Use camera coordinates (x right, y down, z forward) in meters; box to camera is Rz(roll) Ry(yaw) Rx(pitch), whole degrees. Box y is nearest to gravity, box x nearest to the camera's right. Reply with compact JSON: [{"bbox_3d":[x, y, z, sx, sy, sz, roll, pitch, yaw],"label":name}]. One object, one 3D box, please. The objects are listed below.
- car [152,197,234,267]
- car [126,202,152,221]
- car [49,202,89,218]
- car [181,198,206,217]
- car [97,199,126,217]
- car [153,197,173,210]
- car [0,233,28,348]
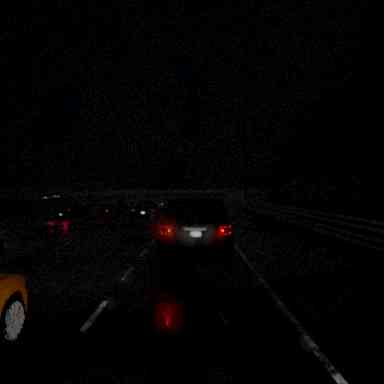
[{"bbox_3d":[0.105,1.169,11.297,2.150,2.045,5.566,0,0,0],"label":"car"},{"bbox_3d":[-3.488,1.445,25.600,1.994,1.385,4.181,0,0,0],"label":"car"},{"bbox_3d":[-10.386,1.468,28.545,1.895,1.301,4.718,0,0,0],"label":"car"},{"bbox_3d":[0.227,1.347,30.685,2.128,1.511,4.902,0,0,2],"label":"car"},{"bbox_3d":[-6.885,1.341,29.385,1.882,1.535,5.008,0,0,0],"label":"car"},{"bbox_3d":[-3.480,1.376,40.533,1.994,1.385,4.181,0,0,0],"label":"car"},{"bbox_3d":[-3.498,1.462,3.222,1.882,1.535,5.008,0,0,0],"label":"car"}]
